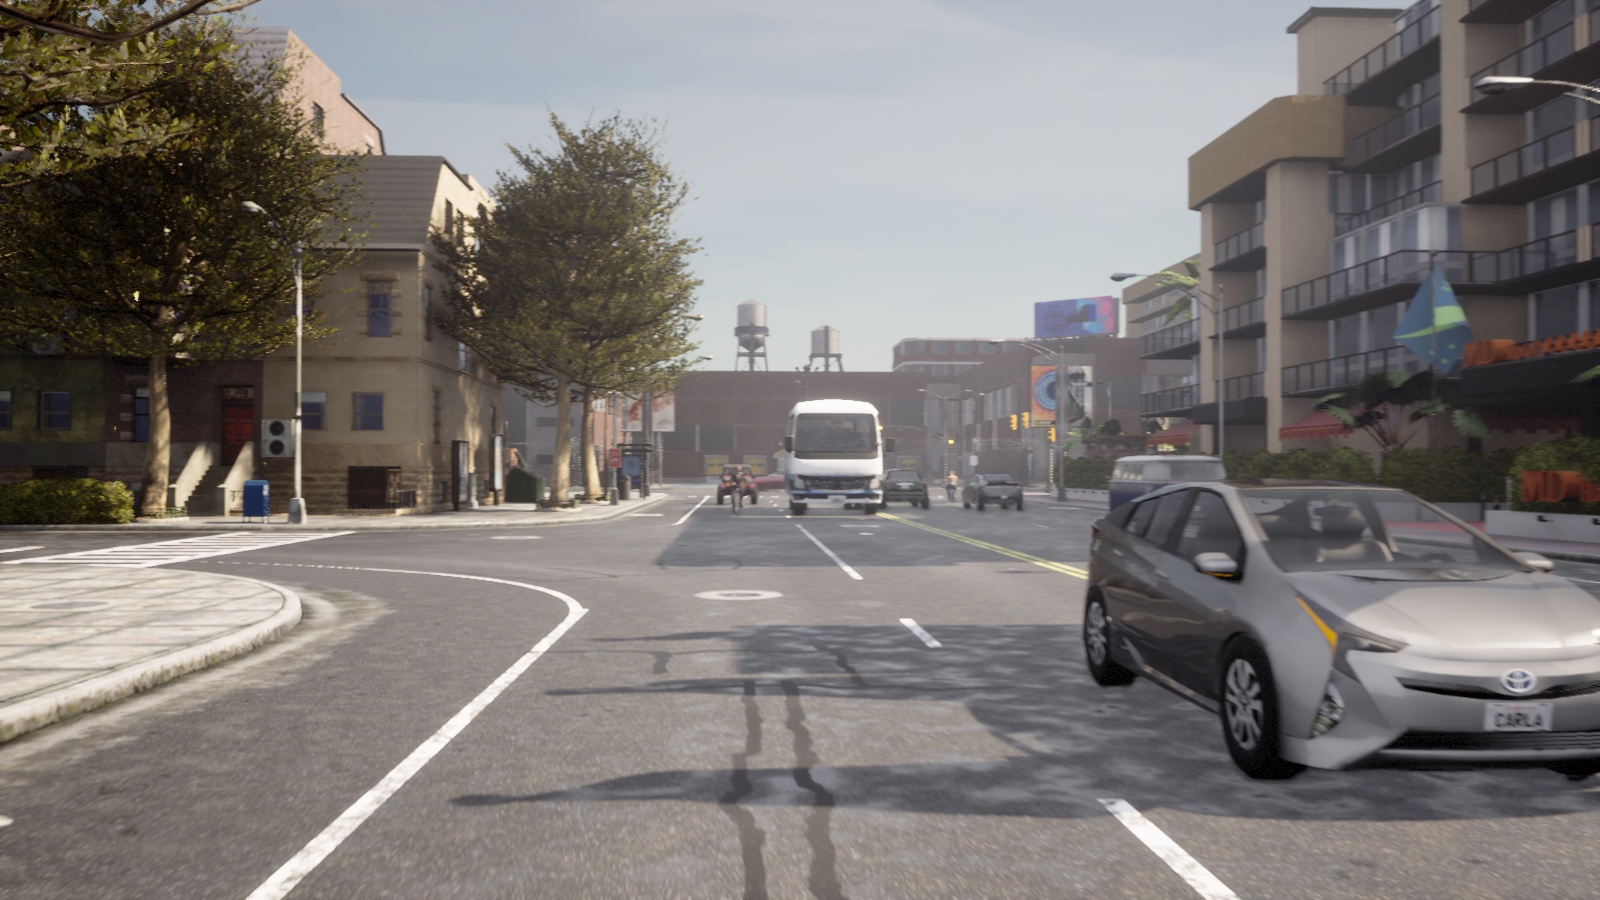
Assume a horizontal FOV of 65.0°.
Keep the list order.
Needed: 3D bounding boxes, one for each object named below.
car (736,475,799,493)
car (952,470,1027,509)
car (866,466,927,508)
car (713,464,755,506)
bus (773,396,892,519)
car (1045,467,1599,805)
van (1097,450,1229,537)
[{"bbox_3d":[-2.505,2.545,95.242,4.718,1.301,1.895,0,-1,-3],"label":"car"},{"bbox_3d":[7.795,1.610,52.086,2.128,1.511,4.902,0,-1,-3],"label":"car"},{"bbox_3d":[4.148,1.578,54.766,2.097,1.767,4.553,0,-1,-3],"label":"car"},{"bbox_3d":[-3.099,1.633,59.229,1.905,1.878,3.866,0,-1,-3],"label":"car"},{"bbox_3d":[1.025,0.257,48.664,3.944,4.253,10.273,0,0,-2],"label":"bus"},{"bbox_3d":[3.120,0.880,8.013,2.007,1.525,4.514,0,-1,-3],"label":"car"},{"bbox_3d":[8.899,1.045,31.184,1.775,1.987,4.442,0,-1,-3],"label":"van"}]
